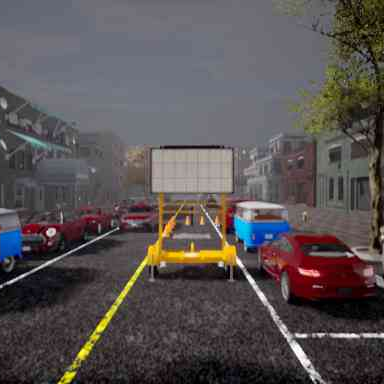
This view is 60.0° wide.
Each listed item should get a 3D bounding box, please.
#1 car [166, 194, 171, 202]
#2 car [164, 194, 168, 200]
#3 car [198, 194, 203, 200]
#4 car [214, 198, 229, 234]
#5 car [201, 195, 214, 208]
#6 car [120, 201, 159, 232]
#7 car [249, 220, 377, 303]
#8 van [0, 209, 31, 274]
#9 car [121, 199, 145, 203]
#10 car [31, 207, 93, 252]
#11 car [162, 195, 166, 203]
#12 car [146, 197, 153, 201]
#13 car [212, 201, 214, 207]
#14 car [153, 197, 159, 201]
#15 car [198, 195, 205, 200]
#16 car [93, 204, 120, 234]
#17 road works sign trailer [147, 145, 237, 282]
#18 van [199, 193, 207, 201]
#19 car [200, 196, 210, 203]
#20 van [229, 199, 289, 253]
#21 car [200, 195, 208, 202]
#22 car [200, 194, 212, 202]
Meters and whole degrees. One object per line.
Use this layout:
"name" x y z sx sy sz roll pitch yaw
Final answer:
"car" -5.747 1.235 74.467 2.192 1.841 5.009 -1 0 0
"car" -5.732 1.521 57.823 1.802 1.307 4.206 -1 0 0
"car" 2.646 1.254 57.831 2.192 1.841 5.009 -1 0 0
"car" 2.674 1.296 18.992 2.192 1.841 5.009 -1 0 0
"car" 2.656 1.517 46.734 1.947 1.339 4.313 -1 0 0
"car" -3.114 1.505 20.241 1.812 1.442 4.674 0 0 0
"car" 2.684 1.574 7.896 1.802 1.307 4.206 -1 0 0
"van" -5.699 1.333 7.887 1.690 1.788 3.998 -1 0 0
"car" -5.714 1.409 30.081 1.967 1.590 4.097 -1 0 0
"car" -5.702 1.426 13.436 1.967 1.590 4.097 -1 0 0
"car" -5.729 1.496 52.274 2.008 1.369 4.403 -1 0 0
"car" -5.717 1.507 35.629 1.887 1.381 4.507 -1 0 0
"car" 2.672 1.557 24.541 1.802 1.307 4.206 -1 0 0
"car" -5.724 1.533 46.726 1.802 1.307 4.206 -1 0 0
"car" 2.624 1.426 91.291 1.752 1.417 4.829 -1 0 0
"car" -5.705 1.525 18.984 1.887 1.381 4.507 -1 0 0
"road works sign trailer" 0.006 0.454 9.721 2.380 3.560 2.880 0 0 0
"van" 2.630 1.255 80.024 1.690 1.788 3.998 -1 0 0
"car" 2.640 1.508 68.927 1.802 1.307 4.206 -1 0 0
"van" 2.677 1.327 13.444 1.690 1.788 3.998 -1 0 0
"car" 2.636 1.445 74.646 1.752 1.417 4.829 -1 0 0
"car" 2.653 1.470 52.451 1.752 1.417 4.829 -1 0 0
